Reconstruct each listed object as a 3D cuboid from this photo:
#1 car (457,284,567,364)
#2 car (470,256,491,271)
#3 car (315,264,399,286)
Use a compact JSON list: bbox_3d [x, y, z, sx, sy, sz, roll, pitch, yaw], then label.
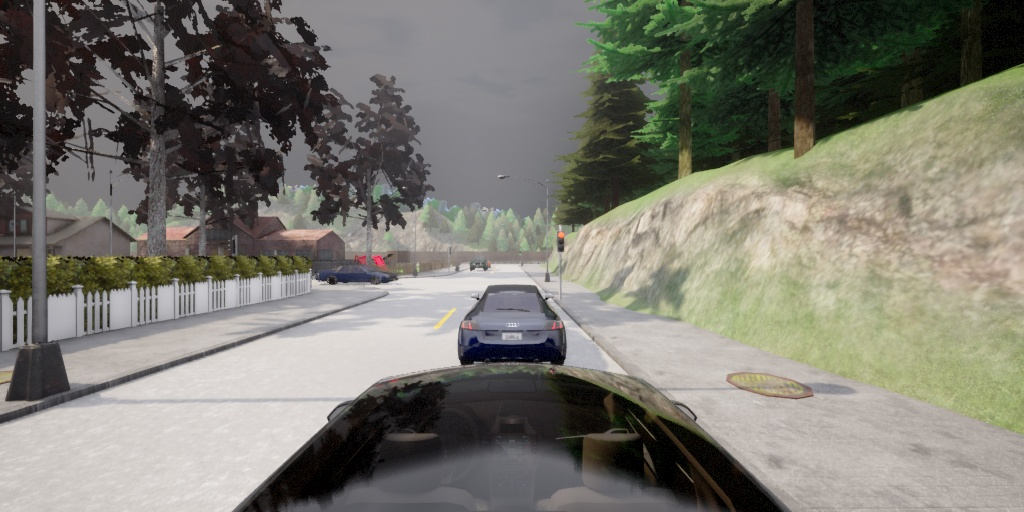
[{"bbox_3d":[0.005,1.314,8.002,1.994,1.385,4.181,0,0,0],"label":"car"},{"bbox_3d":[-4.529,0.972,49.488,2.150,2.045,5.566,0,0,0],"label":"car"},{"bbox_3d":[-10.777,1.297,25.052,5.357,1.411,2.033,0,0,5],"label":"car"}]
